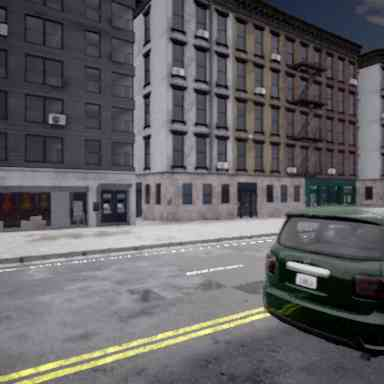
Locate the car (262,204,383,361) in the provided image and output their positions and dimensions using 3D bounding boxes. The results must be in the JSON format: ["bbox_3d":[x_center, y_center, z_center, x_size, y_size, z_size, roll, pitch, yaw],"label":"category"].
[{"bbox_3d":[3.699,1.238,5.766,5.566,2.045,2.150,0,0,-34],"label":"car"}]
